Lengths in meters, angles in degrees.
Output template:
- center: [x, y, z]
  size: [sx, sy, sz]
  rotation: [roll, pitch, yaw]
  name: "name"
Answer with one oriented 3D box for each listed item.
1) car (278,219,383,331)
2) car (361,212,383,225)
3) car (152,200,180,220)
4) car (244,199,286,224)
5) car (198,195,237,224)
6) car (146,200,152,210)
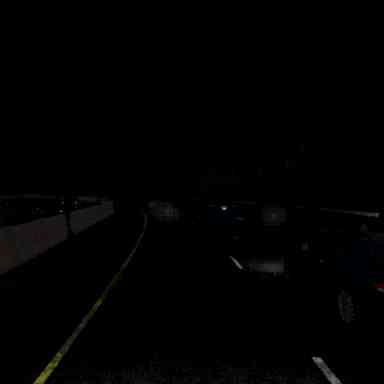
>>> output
- center: [3.375, 1.526, 6.764]
  size: [1.812, 1.442, 4.674]
  rotation: [0, 0, -2]
  name: "car"
- center: [9.869, 1.474, 15.398]
  size: [1.882, 1.535, 5.008]
  rotation: [0, 0, -4]
  name: "car"
- center: [-2.133, 1.585, 28.237]
  size: [1.994, 1.385, 4.181]
  rotation: [0, 0, -8]
  name: "car"
- center: [5.362, 1.535, 25.113]
  size: [1.812, 1.442, 4.674]
  rotation: [0, 0, -7]
  name: "car"
- center: [1.847, 1.236, 25.222]
  size: [2.150, 2.045, 5.566]
  rotation: [0, 0, -7]
  name: "car"
- center: [-4.798, 1.636, 42.773]
  size: [1.895, 1.301, 4.718]
  rotation: [0, 0, -13]
  name: "car"
